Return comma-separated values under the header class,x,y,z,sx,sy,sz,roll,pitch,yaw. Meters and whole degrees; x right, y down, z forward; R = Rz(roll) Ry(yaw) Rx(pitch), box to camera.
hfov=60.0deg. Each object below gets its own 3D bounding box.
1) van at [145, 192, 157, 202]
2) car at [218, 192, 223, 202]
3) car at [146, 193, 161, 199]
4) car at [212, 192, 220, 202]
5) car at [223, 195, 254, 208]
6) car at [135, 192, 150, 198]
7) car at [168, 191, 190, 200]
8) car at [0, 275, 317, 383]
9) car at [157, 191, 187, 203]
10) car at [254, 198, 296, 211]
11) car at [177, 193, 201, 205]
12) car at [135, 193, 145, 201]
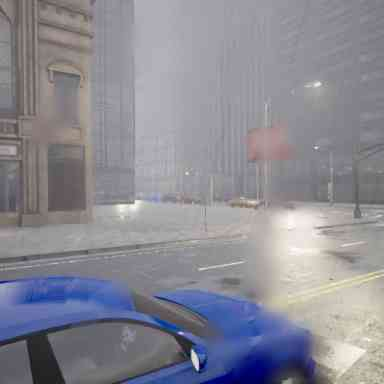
class,x,y,z,sx,sy,sz,roll,pitch,yaw
van,-6.492,0.952,61.116,1.690,1.788,3.998,0,1,-35
car,6.966,1.177,56.858,1.947,1.339,4.313,0,1,-35
car,-9.280,0.925,79.813,1.802,1.307,4.206,0,1,-35
car,3.718,0.876,61.447,2.192,1.841,5.009,0,1,-35
car,6.603,1.336,42.614,1.752,1.417,4.829,0,1,-35
car,-12.530,0.830,84.403,1.887,1.381,4.507,0,1,-35
car,-2.781,0.770,70.628,2.192,1.841,5.009,0,1,-35
car,-1.041,1.478,2.695,5.008,1.535,1.882,0,0,-35
car,-3.242,0.978,56.524,2.192,1.841,5.009,0,1,-35
car,9.755,1.399,38.161,1.887,1.381,4.507,0,1,-35
car,0.007,1.258,51.935,1.887,1.381,4.507,0,1,-35
car,-9.742,1.108,65.708,2.008,1.369,4.403,0,1,-35
